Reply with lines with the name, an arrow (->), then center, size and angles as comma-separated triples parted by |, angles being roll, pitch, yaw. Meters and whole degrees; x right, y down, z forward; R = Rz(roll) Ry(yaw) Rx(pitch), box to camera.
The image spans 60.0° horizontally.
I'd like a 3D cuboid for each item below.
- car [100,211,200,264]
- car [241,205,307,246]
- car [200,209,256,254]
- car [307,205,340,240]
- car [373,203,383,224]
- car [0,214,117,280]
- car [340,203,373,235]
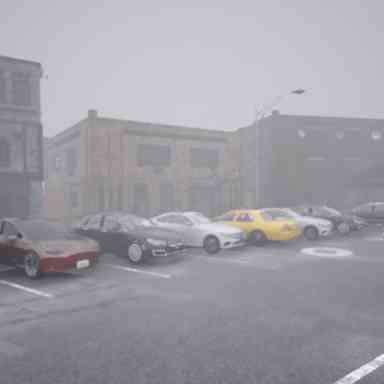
car -> -2.473, 1.488, 11.841 | 4.892, 1.521, 2.231 | -1, -1, 34
car -> 2.152, 1.486, 15.336 | 5.366, 1.575, 1.946 | -1, -1, 35
car -> -0.082, 1.527, 13.535 | 4.674, 1.452, 2.002 | -1, -1, 35
car -> 4.696, 1.527, 16.942 | 4.674, 1.452, 2.002 | -1, -1, 35
car -> 11.862, 1.487, 22.044 | 4.892, 1.521, 2.231 | -1, 0, 34
car -> -4.833, 1.516, 10.111 | 4.792, 1.488, 2.163 | -1, -1, 35
car -> 7.082, 1.488, 18.649 | 4.892, 1.521, 2.231 | -1, -1, 35
